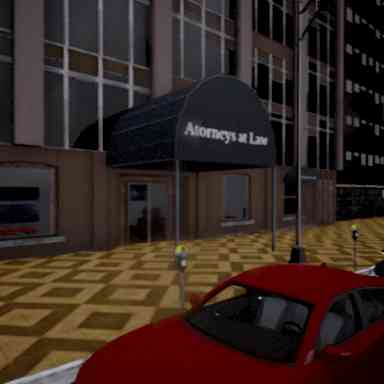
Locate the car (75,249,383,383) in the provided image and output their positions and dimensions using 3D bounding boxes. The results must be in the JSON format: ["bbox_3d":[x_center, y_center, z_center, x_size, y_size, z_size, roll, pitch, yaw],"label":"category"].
[{"bbox_3d":[1.034,1.549,3.593,4.507,1.381,1.887,1,0,-39],"label":"car"}]
